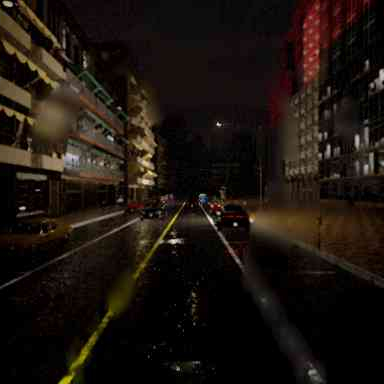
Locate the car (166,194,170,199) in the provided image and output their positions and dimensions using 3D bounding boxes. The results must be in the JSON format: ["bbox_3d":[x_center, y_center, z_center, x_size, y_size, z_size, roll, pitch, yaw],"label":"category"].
[{"bbox_3d":[-5.705,1.592,61.641,2.008,1.369,4.403,0,0,0],"label":"car"}]

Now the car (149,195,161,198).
[{"bbox_3d":[-5.703,1.547,44.891,1.752,1.417,4.829,0,0,0],"label":"car"}]

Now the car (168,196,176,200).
[{"bbox_3d":[-5.711,1.682,94.799,1.802,1.307,4.206,0,0,0],"label":"car"}]

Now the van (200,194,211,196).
[{"bbox_3d":[2.674,1.382,61.641,1.690,1.788,3.998,0,0,0],"label":"van"}]

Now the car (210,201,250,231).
[{"bbox_3d":[2.351,1.507,20.425,1.837,1.490,4.892,0,0,0],"label":"car"}]

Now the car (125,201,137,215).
[{"bbox_3d":[-5.701,1.556,34.007,1.887,1.381,4.507,0,0,0],"label":"car"}]

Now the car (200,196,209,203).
[{"bbox_3d":[2.673,1.623,72.695,1.947,1.339,4.313,0,0,0],"label":"car"}]

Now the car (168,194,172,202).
[{"bbox_3d":[-5.706,1.489,67.166,1.967,1.590,4.097,0,0,0],"label":"car"}]

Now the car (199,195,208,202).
[{"bbox_3d":[2.672,1.507,78.221,1.967,1.590,4.097,0,0,0],"label":"car"}]

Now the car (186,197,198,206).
[{"bbox_3d":[-0.006,1.537,55.199,1.837,1.490,4.892,0,0,0],"label":"car"}]

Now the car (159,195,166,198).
[{"bbox_3d":[-5.705,1.342,50.587,2.192,1.841,5.009,0,0,0],"label":"car"}]

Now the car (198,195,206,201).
[{"bbox_3d":[2.670,1.614,89.444,1.752,1.417,4.829,0,0,0],"label":"car"}]

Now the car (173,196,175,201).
[{"bbox_3d":[-5.708,1.612,78.220,1.887,1.381,4.507,0,0,0],"label":"car"}]

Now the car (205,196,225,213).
[{"bbox_3d":[2.679,1.452,34.008,1.967,1.590,4.097,0,0,0],"label":"car"}]

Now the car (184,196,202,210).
[{"bbox_3d":[0.018,1.545,42.731,1.812,1.442,4.674,0,0,0],"label":"car"}]

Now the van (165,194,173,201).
[{"bbox_3d":[-5.710,1.419,83.747,1.690,1.788,3.998,0,0,0],"label":"van"}]

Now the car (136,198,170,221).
[{"bbox_3d":[-3.102,1.512,27.459,1.837,1.490,4.892,0,0,0],"label":"car"}]

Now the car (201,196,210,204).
[{"bbox_3d":[2.674,1.574,67.337,1.752,1.417,4.829,0,0,0],"label":"car"}]

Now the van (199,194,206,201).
[{"bbox_3d":[2.670,1.419,83.749,1.690,1.788,3.998,0,0,0],"label":"van"}]

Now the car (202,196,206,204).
[{"bbox_3d":[2.678,1.604,45.062,1.802,1.307,4.206,0,0,0],"label":"car"}]

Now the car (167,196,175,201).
[{"bbox_3d":[-5.710,1.670,89.273,1.802,1.307,4.206,0,0,0],"label":"car"}]

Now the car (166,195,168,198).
[{"bbox_3d":[-5.704,1.584,56.114,2.008,1.369,4.403,0,0,0],"label":"car"}]

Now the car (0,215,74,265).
[{"bbox_3d":[-5.697,1.525,11.731,1.752,1.417,4.829,0,0,0],"label":"car"}]

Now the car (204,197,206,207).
[{"bbox_3d":[2.678,1.542,39.705,1.752,1.417,4.829,0,0,0],"label":"car"}]
